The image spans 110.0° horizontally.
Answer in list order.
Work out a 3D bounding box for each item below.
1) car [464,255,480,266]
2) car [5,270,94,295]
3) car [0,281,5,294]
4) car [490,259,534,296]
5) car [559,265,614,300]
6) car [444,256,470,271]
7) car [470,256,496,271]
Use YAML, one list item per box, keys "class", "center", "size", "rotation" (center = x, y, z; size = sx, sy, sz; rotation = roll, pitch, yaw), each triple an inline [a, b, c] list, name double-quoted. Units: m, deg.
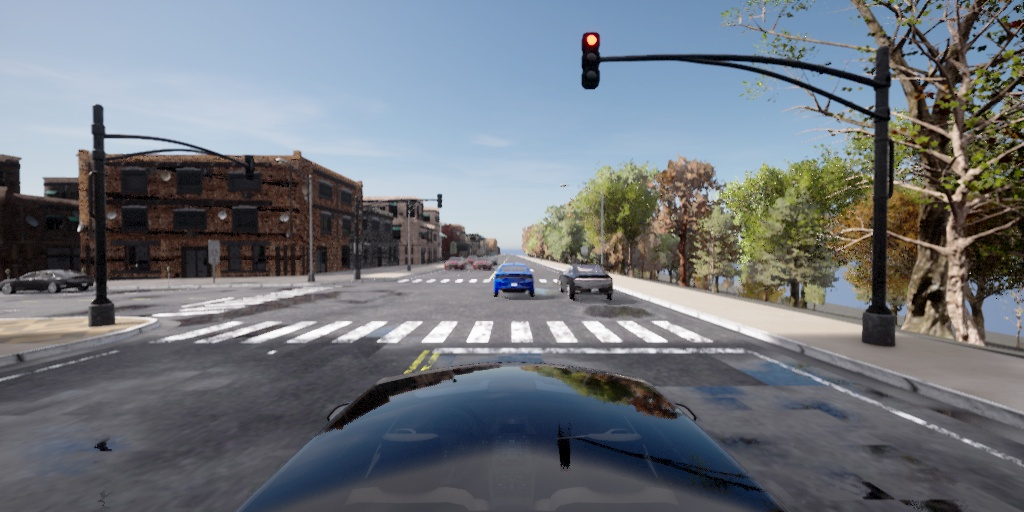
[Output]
- class: "car"
  center: [-6.663, 0.722, 60.130]
  size: [2.097, 1.767, 4.553]
  rotation: [0, 0, 0]
- class: "car"
  center: [-28.327, 1.542, 21.905]
  size: [4.403, 1.370, 2.007]
  rotation: [0, 0, -1]
- class: "car"
  center: [-22.619, 1.611, 13.384]
  size: [4.313, 1.339, 1.948]
  rotation: [0, 0, -1]
- class: "car"
  center: [0.096, 1.117, 18.424]
  size: [1.882, 1.535, 5.008]
  rotation: [0, 0, 0]
- class: "car"
  center: [3.342, 1.142, 16.848]
  size: [2.128, 1.511, 4.902]
  rotation: [0, 0, 0]
- class: "car"
  center: [-6.647, 0.837, 42.426]
  size: [2.097, 1.767, 4.553]
  rotation: [0, 0, 0]
- class: "car"
  center: [-3.398, 0.836, 42.437]
  size: [2.097, 1.767, 4.553]
  rotation: [0, 0, 0]
